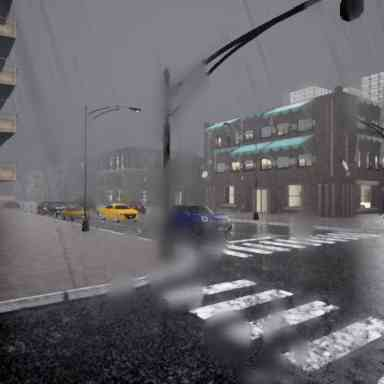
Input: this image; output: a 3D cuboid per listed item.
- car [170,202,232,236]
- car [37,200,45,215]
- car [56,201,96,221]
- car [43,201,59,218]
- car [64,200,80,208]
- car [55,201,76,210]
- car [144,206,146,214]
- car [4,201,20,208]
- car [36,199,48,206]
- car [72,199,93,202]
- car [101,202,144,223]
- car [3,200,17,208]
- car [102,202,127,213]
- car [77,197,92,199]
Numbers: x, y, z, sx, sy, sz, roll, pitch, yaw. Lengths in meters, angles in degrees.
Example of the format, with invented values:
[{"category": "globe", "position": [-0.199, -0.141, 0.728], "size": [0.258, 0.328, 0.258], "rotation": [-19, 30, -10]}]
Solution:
[{"category": "car", "position": [0.299, 1.523, 19.885], "size": [2.097, 1.767, 4.553], "rotation": [0, -1, -36]}, {"category": "car", "position": [-17.410, 1.925, 40.232], "size": [1.967, 1.590, 4.097], "rotation": [-1, 0, -36]}, {"category": "car", "position": [-10.784, 1.871, 30.802], "size": [1.752, 1.417, 4.829], "rotation": [-1, 0, -36]}, {"category": "car", "position": [-14.139, 1.967, 35.591], "size": [2.008, 1.369, 4.403], "rotation": [-1, 0, -36]}, {"category": "car", "position": [-22.732, 2.294, 62.883], "size": [1.812, 1.442, 4.674], "rotation": [0, -1, -36]}, {"category": "car", "position": [-20.920, 2.216, 54.929], "size": [2.033, 1.411, 5.357], "rotation": [0, -1, -36]}, {"category": "car", "position": [-7.271, 1.877, 40.464], "size": [1.967, 1.590, 4.097], "rotation": [-1, 0, -36]}, {"category": "car", "position": [-33.918, 2.375, 63.321], "size": [1.887, 1.381, 4.507], "rotation": [-1, 0, -36]}, {"category": "car", "position": [-37.079, 2.588, 82.166], "size": [1.752, 1.417, 4.829], "rotation": [-1, 0, -36]}, {"category": "car", "position": [-14.884, 2.049, 46.555], "size": [1.837, 1.490, 4.892], "rotation": [0, -1, -35]}, {"category": "car", "position": [-6.441, 1.786, 29.322], "size": [1.882, 1.535, 5.008], "rotation": [0, -1, -35]}, {"category": "car", "position": [-37.218, 2.451, 67.941], "size": [2.008, 1.369, 4.403], "rotation": [-1, 0, -36]}, {"category": "car", "position": [-10.585, 2.087, 45.070], "size": [1.802, 1.307, 4.206], "rotation": [-1, 0, -36]}, {"category": "car", "position": [-18.717, 1.911, 57.190], "size": [2.150, 2.045, 5.566], "rotation": [0, -1, -36]}]
